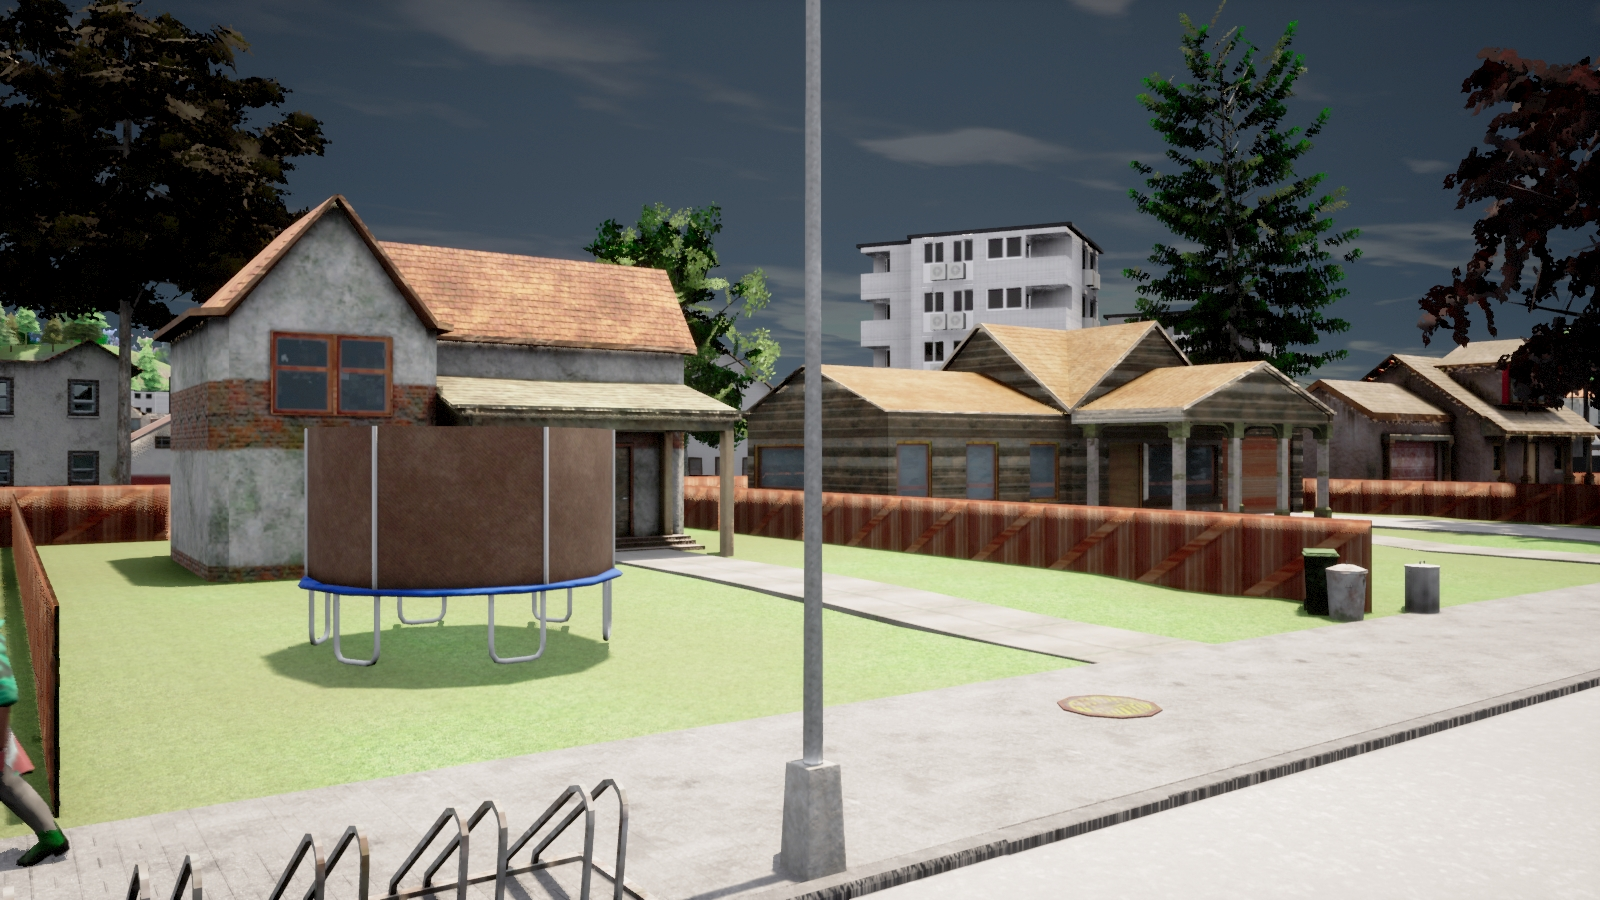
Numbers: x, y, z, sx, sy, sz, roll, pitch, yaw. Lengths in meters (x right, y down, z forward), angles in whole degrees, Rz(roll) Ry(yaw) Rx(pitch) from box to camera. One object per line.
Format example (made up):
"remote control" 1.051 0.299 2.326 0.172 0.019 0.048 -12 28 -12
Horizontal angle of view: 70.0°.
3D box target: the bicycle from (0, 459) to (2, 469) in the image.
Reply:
"bicycle" -117.346 2.060 166.495 1.835 1.471 0.329 0 0 -35

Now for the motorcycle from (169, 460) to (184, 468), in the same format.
"motorcycle" -98.175 2.186 179.807 2.033 1.199 0.803 0 0 -35

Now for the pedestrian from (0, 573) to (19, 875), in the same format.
"pedestrian" -5.219 1.744 7.300 0.375 1.860 0.375 0 0 -35
